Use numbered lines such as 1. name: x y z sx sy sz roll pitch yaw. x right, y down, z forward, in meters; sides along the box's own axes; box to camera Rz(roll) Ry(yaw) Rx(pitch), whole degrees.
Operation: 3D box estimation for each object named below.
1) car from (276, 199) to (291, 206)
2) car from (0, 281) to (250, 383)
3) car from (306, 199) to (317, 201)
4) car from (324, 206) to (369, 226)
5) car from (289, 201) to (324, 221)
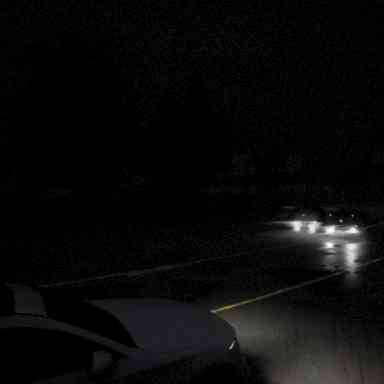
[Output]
1. car: 19.001 2.211 68.605 2.033 1.411 5.357 -1 -1 -12
2. car: -1.607 1.534 2.727 4.674 1.442 1.812 0 0 -36
3. car: 23.325 2.145 64.420 2.128 1.511 4.902 -1 -1 -6
4. car: 11.925 1.757 25.228 1.895 1.301 4.718 0 -1 39
5. car: 10.363 1.761 29.013 1.994 1.385 4.181 0 -1 36
